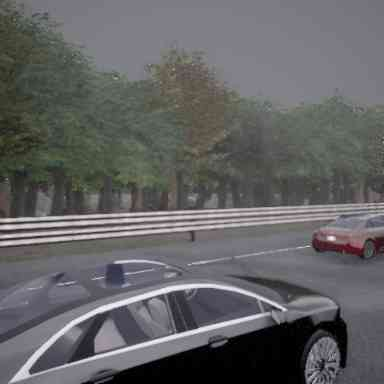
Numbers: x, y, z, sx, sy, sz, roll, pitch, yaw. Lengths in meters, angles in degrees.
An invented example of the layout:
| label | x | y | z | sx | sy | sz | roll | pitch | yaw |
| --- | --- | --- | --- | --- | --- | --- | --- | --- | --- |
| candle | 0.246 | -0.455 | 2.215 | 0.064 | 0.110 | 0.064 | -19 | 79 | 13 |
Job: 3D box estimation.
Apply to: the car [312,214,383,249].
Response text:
| label | x | y | z | sx | sy | sz | roll | pitch | yaw |
| --- | --- | --- | --- | --- | --- | --- | --- | --- | --- |
| car | 6.348 | 1.518 | 12.267 | 4.181 | 1.385 | 1.994 | 0 | 0 | -34 |

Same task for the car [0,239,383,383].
| label | x | y | z | sx | sy | sz | roll | pitch | yaw |
| --- | --- | --- | --- | --- | --- | --- | --- | --- | --- |
| car | -0.315 | 1.483 | 3.468 | 4.902 | 1.511 | 2.128 | 0 | 0 | -35 |
